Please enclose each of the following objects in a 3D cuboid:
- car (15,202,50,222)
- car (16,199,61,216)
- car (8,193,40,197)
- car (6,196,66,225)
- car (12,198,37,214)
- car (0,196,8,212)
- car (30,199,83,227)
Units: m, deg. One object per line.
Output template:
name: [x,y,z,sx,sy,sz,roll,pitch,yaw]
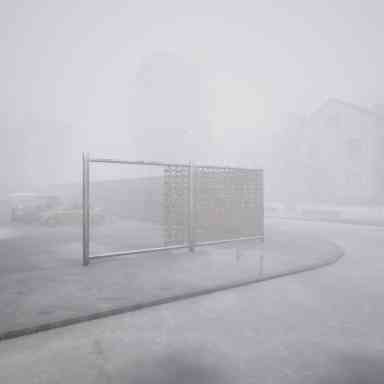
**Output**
car: [-12.024,1.451,25.077,2.207,1.379,1.481,0,0,-36]
car: [-14.799,1.413,32.040,3.633,1.501,1.845,0,0,-36]
car: [-12.578,1.242,27.337,3.866,1.878,1.905,0,0,-36]
car: [-10.289,1.348,23.699,4.611,1.667,2.242,0,0,-36]
car: [-17.854,1.403,35.329,1.789,1.547,3.705,0,0,-36]
car: [-17.855,1.474,35.607,5.357,1.415,2.033,0,0,-36]
car: [-7.845,1.416,21.548,4.193,1.474,1.816,0,0,-36]
